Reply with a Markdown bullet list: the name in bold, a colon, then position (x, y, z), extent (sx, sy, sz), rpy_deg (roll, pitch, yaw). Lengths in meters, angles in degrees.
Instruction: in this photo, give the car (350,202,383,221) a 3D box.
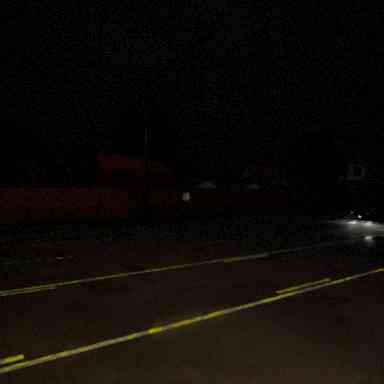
- **car**: position (15.427, 1.556, 27.894), extent (5.357, 1.411, 2.033), rpy_deg (-1, 0, -36)
